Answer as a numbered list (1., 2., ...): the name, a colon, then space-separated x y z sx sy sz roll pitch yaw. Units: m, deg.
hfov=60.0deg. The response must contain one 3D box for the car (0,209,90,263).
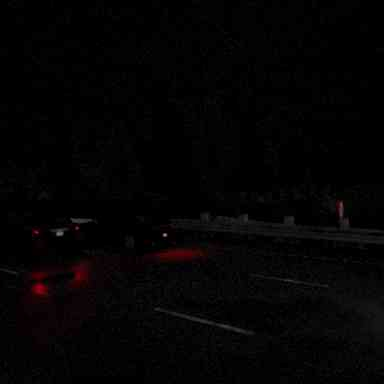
1. car: -6.331 1.498 12.816 4.553 1.767 2.097 -1 -1 36

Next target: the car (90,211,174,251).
1. car: -3.095 1.606 14.806 5.008 1.535 1.882 -1 0 36
